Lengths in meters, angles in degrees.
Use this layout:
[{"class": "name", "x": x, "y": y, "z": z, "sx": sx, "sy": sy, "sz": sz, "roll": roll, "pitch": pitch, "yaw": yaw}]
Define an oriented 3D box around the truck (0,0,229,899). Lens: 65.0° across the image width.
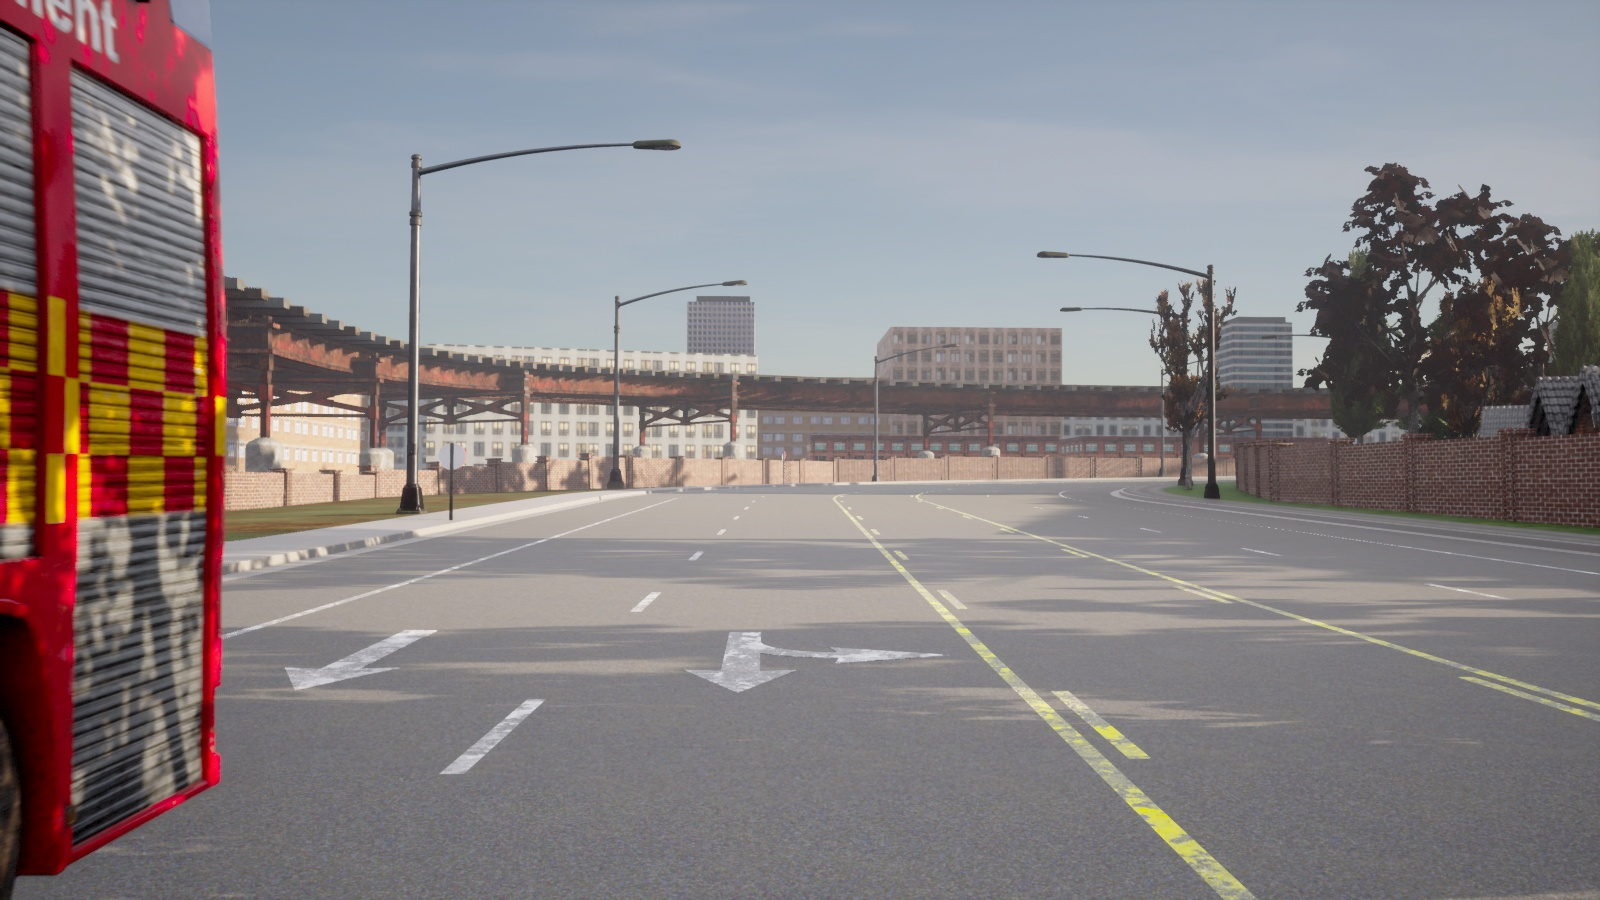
[{"class": "truck", "x": -3.505, "y": -0.332, "z": 0.309, "sx": 2.891, "sy": 3.827, "sz": 8.468, "roll": 0, "pitch": -1, "yaw": 0}]
